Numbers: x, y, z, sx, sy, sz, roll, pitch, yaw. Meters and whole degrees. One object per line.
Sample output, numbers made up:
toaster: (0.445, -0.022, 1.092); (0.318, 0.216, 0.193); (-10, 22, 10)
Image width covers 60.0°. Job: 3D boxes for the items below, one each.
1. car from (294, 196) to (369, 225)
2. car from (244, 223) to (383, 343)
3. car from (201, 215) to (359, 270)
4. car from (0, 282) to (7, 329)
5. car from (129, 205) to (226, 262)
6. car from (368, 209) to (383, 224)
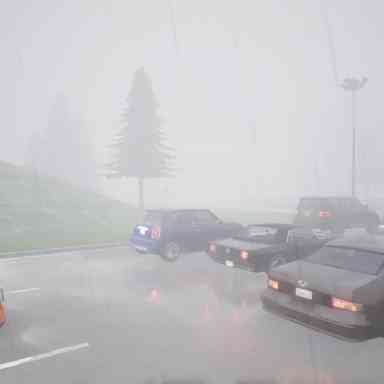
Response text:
car: (7.854, 1.221, 17.934); (5.566, 2.045, 2.150); (0, 0, -35)
car: (3.699, 1.547, 6.382); (5.357, 1.411, 2.033); (0, 0, -35)
car: (2.799, 1.601, 10.036); (4.718, 1.301, 1.895); (0, 0, -35)
car: (-5.077, 1.352, 4.425); (4.553, 1.767, 2.097); (0, 0, -36)
car: (0.058, 1.352, 12.379); (4.553, 1.767, 2.097); (0, 0, -36)
car: (10.631, 1.547, 15.574); (5.357, 1.411, 2.033); (0, 0, -38)
